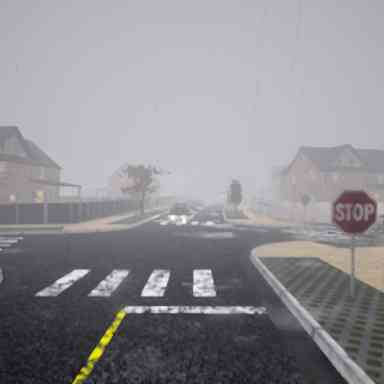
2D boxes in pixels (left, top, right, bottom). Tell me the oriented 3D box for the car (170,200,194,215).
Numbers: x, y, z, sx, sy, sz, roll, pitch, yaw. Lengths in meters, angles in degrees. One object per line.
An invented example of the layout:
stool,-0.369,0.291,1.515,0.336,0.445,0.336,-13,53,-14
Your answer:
car,-1.229,1.817,36.789,1.994,1.385,4.181,0,0,5

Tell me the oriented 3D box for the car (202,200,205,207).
car,1.163,1.955,59.009,2.033,1.411,5.357,0,0,8

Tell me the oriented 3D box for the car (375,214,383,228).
car,15.052,1.815,22.955,4.902,1.511,2.128,1,0,-15

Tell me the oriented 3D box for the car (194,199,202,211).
car,-0.246,1.873,47.354,2.033,1.411,5.357,0,0,6
